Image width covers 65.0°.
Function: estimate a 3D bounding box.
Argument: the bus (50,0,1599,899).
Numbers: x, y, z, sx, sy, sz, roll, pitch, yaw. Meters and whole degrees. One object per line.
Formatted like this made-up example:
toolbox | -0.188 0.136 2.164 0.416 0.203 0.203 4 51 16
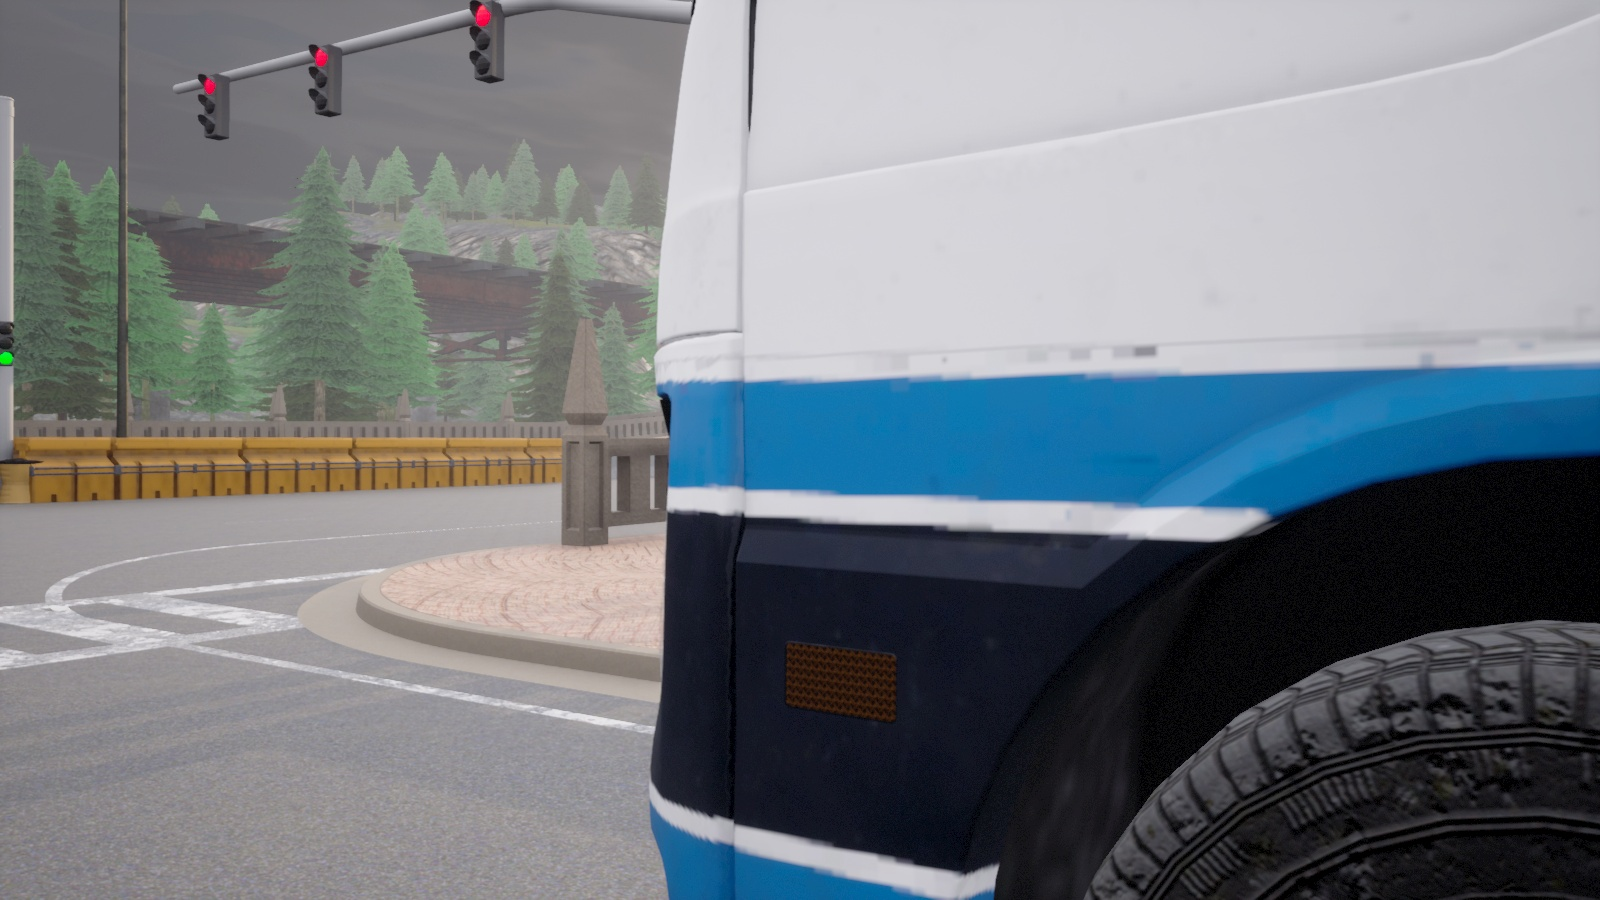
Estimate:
bus | 4.155 -0.696 0.834 10.273 4.253 3.944 0 1 34
